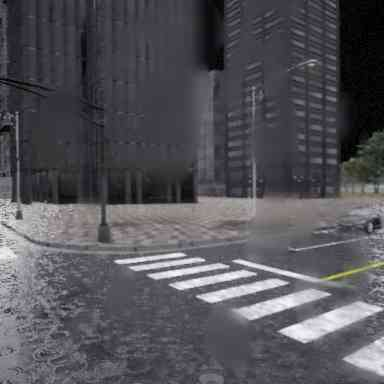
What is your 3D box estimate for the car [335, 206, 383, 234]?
[{"bbox_3d":[9.656,1.458,18.344,4.403,1.369,2.008,0,0,-36],"label":"car"}]
